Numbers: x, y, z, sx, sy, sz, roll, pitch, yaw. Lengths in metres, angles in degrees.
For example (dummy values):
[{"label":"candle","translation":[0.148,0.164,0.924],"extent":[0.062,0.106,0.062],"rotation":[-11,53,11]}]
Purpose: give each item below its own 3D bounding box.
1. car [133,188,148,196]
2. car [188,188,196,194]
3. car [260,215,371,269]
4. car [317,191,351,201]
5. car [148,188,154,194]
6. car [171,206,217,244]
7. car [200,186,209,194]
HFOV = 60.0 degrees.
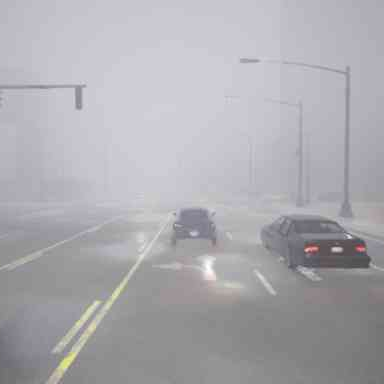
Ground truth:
[{"label":"car","translation":[-10.507,0.053,66.408],"extent":[1.812,1.442,4.674],"rotation":[0,1,0]},{"label":"car","translation":[-0.004,-0.338,87.643],"extent":[1.882,1.535,5.008],"rotation":[0,1,0]},{"label":"car","translation":[3.586,1.444,10.736],"extent":[2.033,1.411,5.357],"rotation":[0,1,0]},{"label":"car","translation":[19.345,0.540,45.372],"extent":[4.181,1.385,1.994],"rotation":[0,2,1]},{"label":"car","translation":[-10.504,-0.197,81.880],"extent":[2.128,1.511,4.902],"rotation":[0,1,0]},{"label":"car","translation":[0.094,1.352,14.861],"extent":[1.812,1.442,4.674],"rotation":[0,1,0]},{"label":"car","translation":[3.496,-0.276,87.644],"extent":[2.033,1.411,5.357],"rotation":[0,1,0]}]
